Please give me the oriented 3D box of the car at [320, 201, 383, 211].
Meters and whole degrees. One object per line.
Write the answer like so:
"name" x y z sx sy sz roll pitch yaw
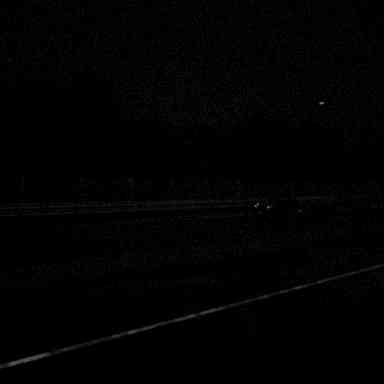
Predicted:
"car" 12.142 1.464 25.220 4.718 1.301 1.895 -1 0 -34

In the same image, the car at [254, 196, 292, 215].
"car" 7.906 1.215 30.794 4.553 1.767 2.097 -1 0 -34

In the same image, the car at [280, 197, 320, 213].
"car" 10.233 1.408 28.156 5.357 1.411 2.033 -1 0 -34
